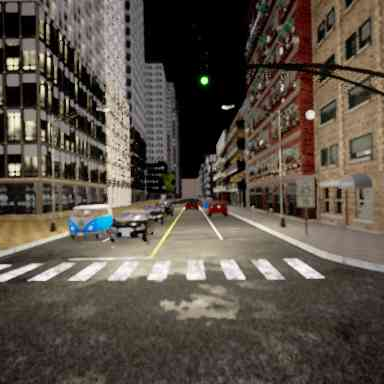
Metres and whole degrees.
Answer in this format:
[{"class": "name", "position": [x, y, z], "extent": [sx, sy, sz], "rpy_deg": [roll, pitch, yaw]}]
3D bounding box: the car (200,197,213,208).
[{"class": "car", "position": [2.702, 2.000, 63.458], "extent": [2.192, 1.841, 5.009], "rpy_deg": [-1, -1, 0]}]

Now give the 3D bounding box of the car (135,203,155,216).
[{"class": "car", "position": [-5.685, 2.107, 41.086], "extent": [1.752, 1.417, 4.829], "rpy_deg": [-1, -1, 0]}]

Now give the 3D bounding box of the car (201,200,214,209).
[{"class": "car", "position": [2.705, 2.166, 57.905], "extent": [2.008, 1.369, 4.403], "rpy_deg": [-1, -1, 0]}]

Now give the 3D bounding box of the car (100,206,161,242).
[{"class": "car", "position": [-3.107, 1.739, 17.983], "extent": [2.128, 1.511, 4.902], "rpy_deg": [-1, -1, 0]}]

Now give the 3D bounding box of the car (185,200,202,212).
[{"class": "car", "position": [0.012, 2.027, 48.129], "extent": [1.882, 1.535, 5.008], "rpy_deg": [-1, -1, 0]}]

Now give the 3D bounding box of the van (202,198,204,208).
[{"class": "van", "position": [2.696, 1.888, 52.357], "extent": [1.690, 1.788, 3.998], "rpy_deg": [-1, -1, 0]}]

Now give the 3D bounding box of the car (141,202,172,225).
[{"class": "car", "position": [-3.092, 1.853, 27.442], "extent": [2.128, 1.511, 4.902], "rpy_deg": [-1, -1, 0]}]

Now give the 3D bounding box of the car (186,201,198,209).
[{"class": "car", "position": [0.019, 2.280, 58.579], "extent": [1.895, 1.301, 4.718], "rpy_deg": [-1, -1, 0]}]

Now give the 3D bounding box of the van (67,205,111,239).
[{"class": "van", "position": [-5.702, 1.655, 19.056], "extent": [1.690, 1.788, 3.998], "rpy_deg": [-1, -1, 0]}]

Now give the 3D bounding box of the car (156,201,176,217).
[{"class": "car", "position": [-3.030, 2.046, 37.447], "extent": [1.994, 1.385, 4.181], "rpy_deg": [-1, -1, 1]}]

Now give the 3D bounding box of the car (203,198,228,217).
[{"class": "car", "position": [2.686, 1.657, 35.706], "extent": [2.192, 1.841, 5.009], "rpy_deg": [-1, -1, 0]}]
